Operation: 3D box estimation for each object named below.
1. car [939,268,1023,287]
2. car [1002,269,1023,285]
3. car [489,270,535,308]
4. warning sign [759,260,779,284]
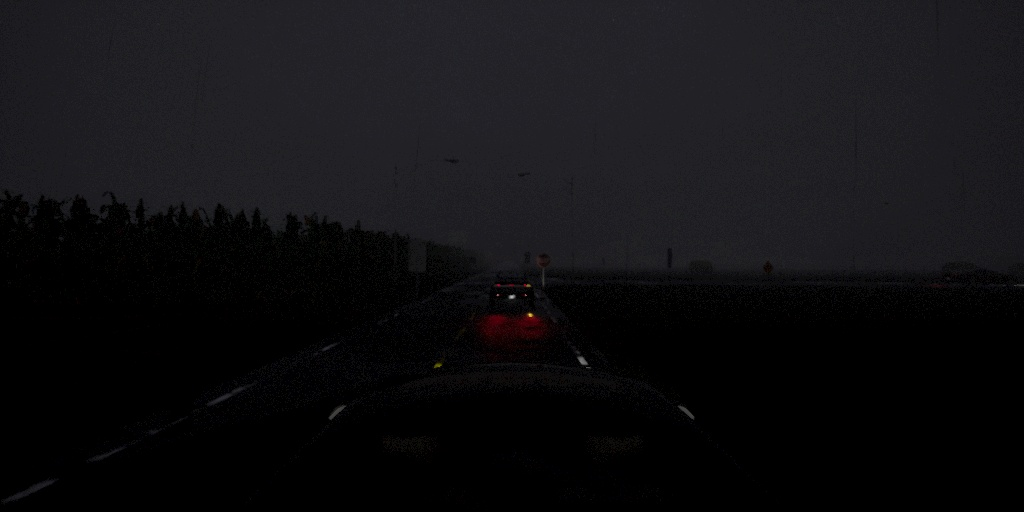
[{"bbox_3d":[39.852,1.782,30.662,5.008,1.535,1.882,0,-1,1],"label":"car"},{"bbox_3d":[48.890,1.961,33.238,4.181,1.385,1.994,0,-1,1],"label":"car"},{"bbox_3d":[0.004,1.377,16.149,2.128,1.511,4.902,0,0,0],"label":"car"},{"bbox_3d":[20.463,1.255,28.601,1.060,1.860,1.300,0,0,1],"label":"warning sign"}]
